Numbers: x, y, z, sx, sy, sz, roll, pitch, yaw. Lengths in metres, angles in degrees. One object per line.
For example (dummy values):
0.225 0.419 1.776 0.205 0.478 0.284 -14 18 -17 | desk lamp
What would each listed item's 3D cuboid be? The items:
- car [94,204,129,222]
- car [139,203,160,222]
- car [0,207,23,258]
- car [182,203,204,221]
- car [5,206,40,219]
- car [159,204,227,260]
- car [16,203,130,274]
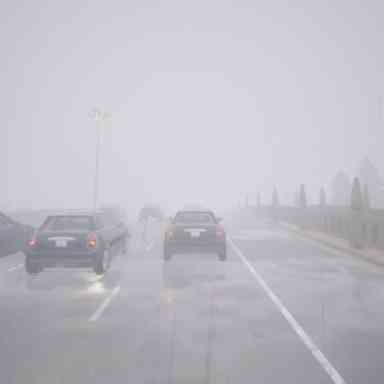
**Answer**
-6.897 1.779 28.887 1.837 1.490 4.892 0 -2 0 | car
-3.397 1.779 28.893 1.837 1.490 4.892 0 -2 0 | car
-6.898 1.364 10.844 2.097 1.767 4.553 0 0 0 | car
0.103 1.839 30.683 1.882 1.535 5.008 0 -3 0 | car
-21.078 2.650 41.717 1.837 1.490 4.892 0 -5 0 | car
0.102 1.367 12.700 2.097 1.767 4.553 0 0 0 | car
-3.398 1.364 10.782 2.097 1.767 4.553 0 0 0 | car
